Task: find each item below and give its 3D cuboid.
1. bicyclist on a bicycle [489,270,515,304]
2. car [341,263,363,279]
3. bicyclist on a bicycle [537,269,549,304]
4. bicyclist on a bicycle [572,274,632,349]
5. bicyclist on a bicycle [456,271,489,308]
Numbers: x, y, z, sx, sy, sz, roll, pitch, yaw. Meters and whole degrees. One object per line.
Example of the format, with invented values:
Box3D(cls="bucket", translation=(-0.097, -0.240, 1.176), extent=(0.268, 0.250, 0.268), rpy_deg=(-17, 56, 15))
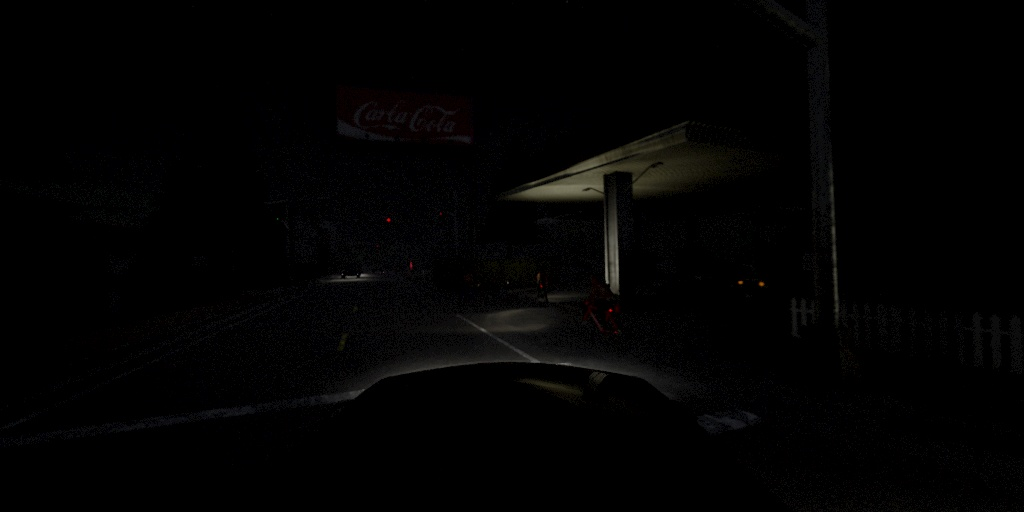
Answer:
Box3D(cls="bicyclist on a bicycle", translation=(-0.615, 1.506, 17.493), extent=(1.656, 1.620, 0.582), rpy_deg=(0, -1, -19))
Box3D(cls="car", translation=(-21.755, 1.941, 48.433), extent=(2.150, 2.045, 5.566), rpy_deg=(-1, -1, -22))
Box3D(cls="bicyclist on a bicycle", translation=(1.497, 1.467, 17.522), extent=(0.582, 1.620, 1.656), rpy_deg=(-2, -1, 18))
Box3D(cls="bicyclist on a bicycle", translation=(2.031, 1.240, 8.285), extent=(0.582, 1.620, 1.656), rpy_deg=(3, -2, -40))
Box3D(cls="bicyclist on a bicycle", translation=(-1.978, 1.486, 16.165), extent=(1.656, 1.620, 0.582), rpy_deg=(0, 0, 39))
